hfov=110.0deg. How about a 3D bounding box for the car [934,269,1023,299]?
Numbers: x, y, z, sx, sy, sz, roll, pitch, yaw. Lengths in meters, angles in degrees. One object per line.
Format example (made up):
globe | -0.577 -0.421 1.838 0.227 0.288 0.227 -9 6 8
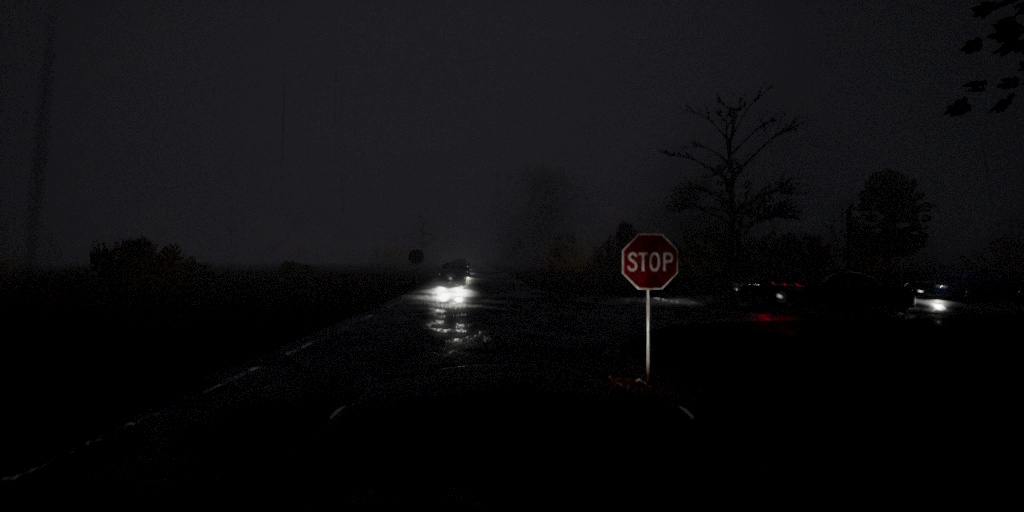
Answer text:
car | 22.515 1.334 17.775 5.357 1.411 2.033 0 0 -7

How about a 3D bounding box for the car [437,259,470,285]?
car | -4.271 1.220 26.055 2.128 1.511 4.902 0 0 -5

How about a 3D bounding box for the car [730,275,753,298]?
car | 12.675 1.261 16.629 4.902 1.511 2.128 0 0 -7

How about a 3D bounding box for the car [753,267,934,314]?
car | 12.181 1.254 13.371 4.902 1.511 2.128 0 0 -7
